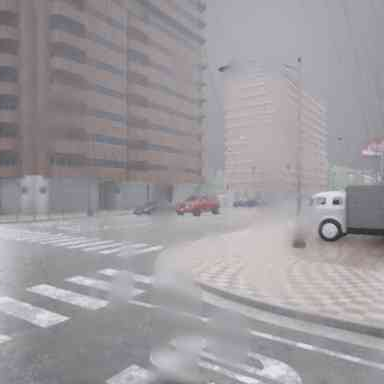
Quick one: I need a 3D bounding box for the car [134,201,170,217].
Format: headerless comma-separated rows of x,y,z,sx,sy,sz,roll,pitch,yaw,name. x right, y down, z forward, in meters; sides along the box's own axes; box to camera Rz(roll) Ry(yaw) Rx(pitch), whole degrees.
-3.568,1.575,32.535,1.812,1.442,4.674,0,0,35,car

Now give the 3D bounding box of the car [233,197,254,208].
7.758,1.528,48.328,1.882,1.535,5.008,0,0,36,car

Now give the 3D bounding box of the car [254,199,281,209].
10.897,1.643,46.696,1.994,1.385,4.181,0,0,35,car

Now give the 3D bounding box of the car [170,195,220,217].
0.674,1.272,32.498,2.150,2.045,5.566,0,0,35,car
